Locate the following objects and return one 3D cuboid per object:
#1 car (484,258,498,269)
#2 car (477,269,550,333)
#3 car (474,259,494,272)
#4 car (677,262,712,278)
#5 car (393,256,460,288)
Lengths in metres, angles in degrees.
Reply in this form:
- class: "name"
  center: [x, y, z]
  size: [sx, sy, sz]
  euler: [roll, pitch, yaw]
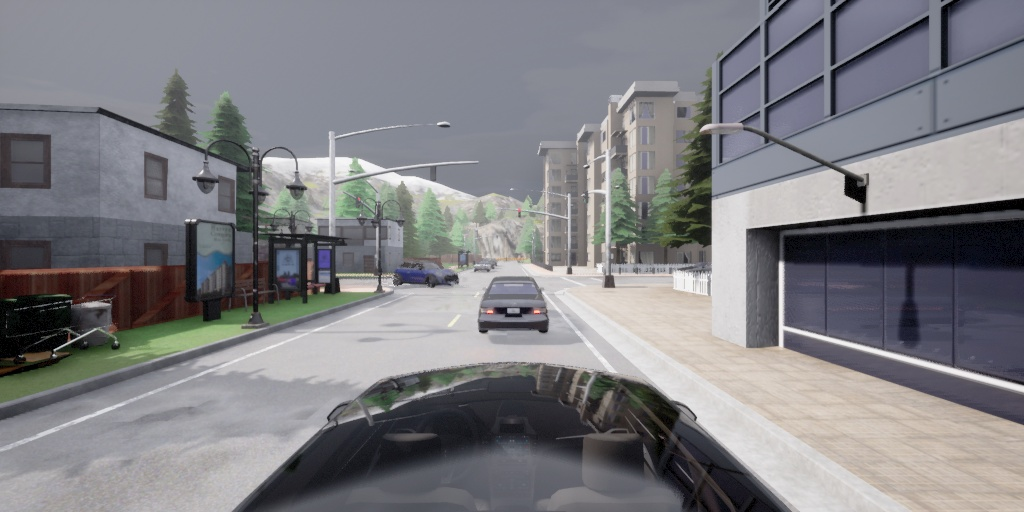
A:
- class: "car"
  center: [-3.753, 1.102, 55.264]
  size: [2.097, 1.767, 4.553]
  euler: [0, 0, 0]
- class: "car"
  center: [0.041, 1.297, 10.701]
  size: [2.033, 1.411, 5.357]
  euler: [0, 0, 0]
- class: "car"
  center: [-3.731, 1.351, 45.410]
  size: [1.895, 1.301, 4.718]
  euler: [0, 0, 0]
- class: "car"
  center: [16.601, 1.257, 30.700]
  size: [4.902, 1.511, 2.128]
  euler: [0, 0, -2]
- class: "car"
  center: [-5.574, 1.095, 23.401]
  size: [4.553, 1.767, 2.097]
  euler: [0, 0, 32]
